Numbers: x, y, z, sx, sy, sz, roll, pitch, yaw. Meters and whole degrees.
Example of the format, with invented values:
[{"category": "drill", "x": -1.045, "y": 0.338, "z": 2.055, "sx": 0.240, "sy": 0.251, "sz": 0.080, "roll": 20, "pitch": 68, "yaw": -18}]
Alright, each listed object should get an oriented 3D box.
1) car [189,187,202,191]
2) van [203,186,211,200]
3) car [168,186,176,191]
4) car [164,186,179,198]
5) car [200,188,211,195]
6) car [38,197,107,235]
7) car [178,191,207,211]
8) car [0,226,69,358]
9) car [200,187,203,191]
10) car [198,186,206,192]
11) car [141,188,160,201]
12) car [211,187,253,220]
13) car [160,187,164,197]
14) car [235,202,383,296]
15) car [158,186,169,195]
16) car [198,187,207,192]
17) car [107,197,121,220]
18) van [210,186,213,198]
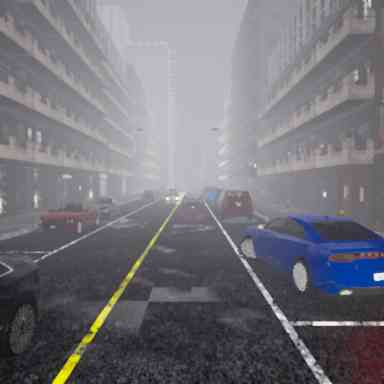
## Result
[{"category": "car", "x": 0.060, "y": 0.416, "z": 44.978, "sx": 1.895, "sy": 1.301, "sz": 4.718, "roll": 0, "pitch": 2, "yaw": 0}, {"category": "van", "x": 2.667, "y": 0.175, "z": 44.257, "sx": 1.690, "sy": 1.788, "sz": 3.998, "roll": 0, "pitch": 1, "yaw": 0}, {"category": "car", "x": -5.746, "y": -0.936, "z": 95.380, "sx": 2.008, "sy": 1.369, "sz": 4.403, "roll": 0, "pitch": 1, "yaw": 0}, {"category": "car", "x": -3.062, "y": 0.121, "z": 53.390, "sx": 1.812, "sy": 1.442, "sz": 4.674, "roll": 0, "pitch": 1, "yaw": 0}, {"category": "car", "x": 2.652, "y": -0.191, "z": 66.984, "sx": 1.947, "sy": 1.339, "sz": 4.313, "roll": 0, "pitch": 1, "yaw": 0}, {"category": "car", "x": -5.696, "y": 1.122, "z": 15.852, "sx": 1.887, "sy": 1.381, "sz": 4.507, "roll": 0, "pitch": 2, "yaw": 0}, {"category": "car", "x": 0.070, "y": 0.851, "z": 28.333, "sx": 1.895, "sy": 1.301, "sz": 4.718, "roll": 0, "pitch": 2, "yaw": 0}, {"category": "car", "x": -3.100, "y": 1.409, "z": 2.936, "sx": 2.128, "sy": 1.511, "sz": 4.902, "roll": 0, "pitch": 2, "yaw": 0}, {"category": "car", "x": 2.659, "y": -0.147, "z": 55.617, "sx": 2.192, "sy": 1.841, "sz": 5.009, "roll": 0, "pitch": 1, "yaw": 0}, {"category": "car", "x": 2.638, "y": -0.790, "z": 89.707, "sx": 2.008, "sy": 1.369, "sz": 4.403, "roll": 0, "pitch": 1, "yaw": 0}, {"category": "car", "x": -5.714, "y": 0.378, "z": 44.255, "sx": 1.887, "sy": 1.381, "sz": 4.507, "roll": 0, "pitch": 1, "yaw": 0}, {"category": "car", "x": 2.681, "y": 0.743, "z": 21.534, "sx": 2.192, "sy": 1.841, "sz": 5.009, "roll": 0, "pitch": 2, "yaw": 0}, {"category": "car", "x": -5.722, "y": 0.088, "z": 55.616, "sx": 2.008, "sy": 1.369, "sz": 4.403, "roll": 0, "pitch": 1, "yaw": 0}, {"category": "car", "x": 2.838, "y": 1.256, "z": 8.237, "sx": 1.882, "sy": 1.535, "sz": 5.008, "roll": 0, "pitch": 2, "yaw": -10}, {"category": "car", "x": -5.728, "y": -0.317, "z": 66.973, "sx": 1.967, "sy": 1.590, "sz": 4.097, "roll": 0, "pitch": 1, "yaw": 0}, {"category": "car", "x": 2.642, "y": -0.645, "z": 84.026, "sx": 2.008, "sy": 1.369, "sz": 4.403, "roll": 0, "pitch": 1, "yaw": 0}, {"category": "car", "x": -5.700, "y": 1.010, "z": 21.534, "sx": 1.802, "sy": 1.307, "sz": 4.206, "roll": 0, "pitch": 2, "yaw": 0}, {"category": "van", "x": 2.677, "y": 0.620, "z": 27.216, "sx": 1.690, "sy": 1.788, "sz": 3.998, "roll": 0, "pitch": 1, "yaw": 0}]
